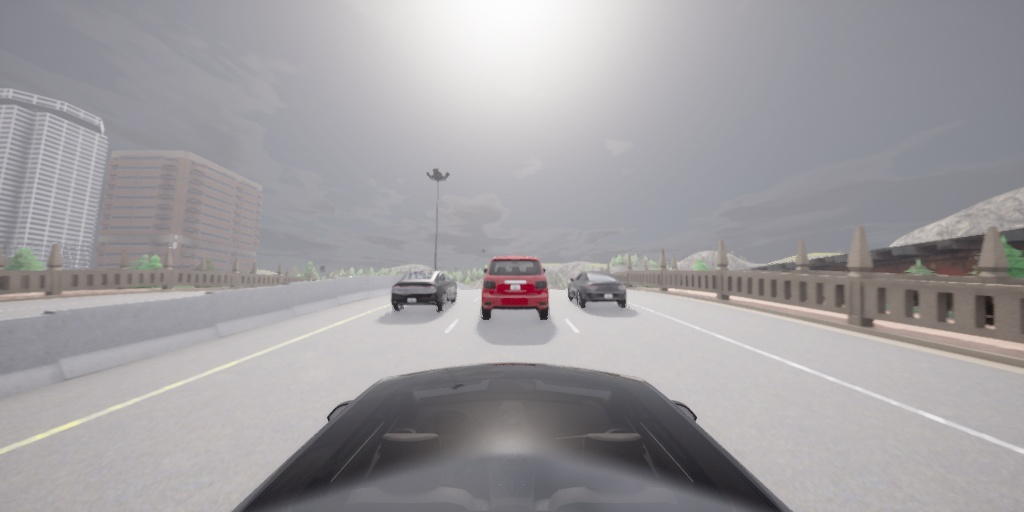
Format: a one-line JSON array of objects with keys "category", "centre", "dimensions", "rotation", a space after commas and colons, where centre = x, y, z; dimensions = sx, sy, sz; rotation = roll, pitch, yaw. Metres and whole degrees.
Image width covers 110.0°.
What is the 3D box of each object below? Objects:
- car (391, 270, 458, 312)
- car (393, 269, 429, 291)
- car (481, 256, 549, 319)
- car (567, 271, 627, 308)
[{"category": "car", "centre": [-3.400, 1.328, 14.605], "dimensions": [2.128, 1.511, 4.902], "rotation": [0, -1, 0]}, {"category": "car", "centre": [-10.591, 2.596, 38.078], "dimensions": [2.150, 2.045, 5.566], "rotation": [0, -7, 0]}, {"category": "car", "centre": [0.100, 1.039, 13.213], "dimensions": [2.150, 2.045, 5.566], "rotation": [0, -1, 0]}, {"category": "car", "centre": [3.600, 1.382, 15.677], "dimensions": [1.812, 1.442, 4.674], "rotation": [0, -1, 0]}]
